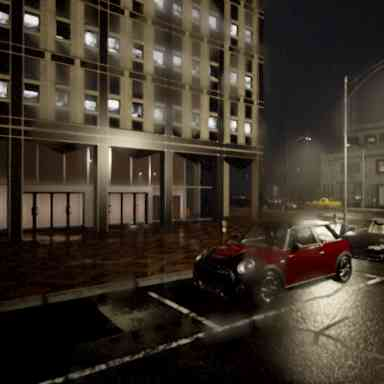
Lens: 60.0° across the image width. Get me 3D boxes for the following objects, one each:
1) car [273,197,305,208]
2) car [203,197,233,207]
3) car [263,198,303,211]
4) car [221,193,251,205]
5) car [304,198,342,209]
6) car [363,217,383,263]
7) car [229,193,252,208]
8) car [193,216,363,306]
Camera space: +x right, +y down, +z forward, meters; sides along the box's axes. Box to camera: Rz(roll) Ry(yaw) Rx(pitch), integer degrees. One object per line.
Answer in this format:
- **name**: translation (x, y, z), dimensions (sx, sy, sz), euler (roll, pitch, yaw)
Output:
- **car**: translation (13.651, 1.465, 47.147), dimensions (1.802, 1.307, 4.206), euler (1, 0, -35)
- **car**: translation (3.607, 1.369, 46.948), dimensions (2.008, 1.369, 4.403), euler (1, 0, -35)
- **car**: translation (9.896, 1.415, 37.832), dimensions (2.008, 1.369, 4.403), euler (1, 0, -35)
- **car**: translation (7.364, 1.153, 56.262), dimensions (2.192, 1.841, 5.009), euler (1, 0, -35)
- **car**: translation (16.699, 1.431, 42.729), dimensions (1.752, 1.417, 4.829), euler (1, 0, -35)
- **car**: translation (6.619, 1.547, 11.272), dimensions (4.403, 1.369, 2.008), euler (0, 0, -35)
- **car**: translation (6.754, 1.156, 42.390), dimensions (2.192, 1.841, 5.009), euler (1, 0, -35)
- **car**: translation (1.985, 1.438, 7.967), dimensions (4.097, 1.590, 1.967), euler (0, 0, -35)
